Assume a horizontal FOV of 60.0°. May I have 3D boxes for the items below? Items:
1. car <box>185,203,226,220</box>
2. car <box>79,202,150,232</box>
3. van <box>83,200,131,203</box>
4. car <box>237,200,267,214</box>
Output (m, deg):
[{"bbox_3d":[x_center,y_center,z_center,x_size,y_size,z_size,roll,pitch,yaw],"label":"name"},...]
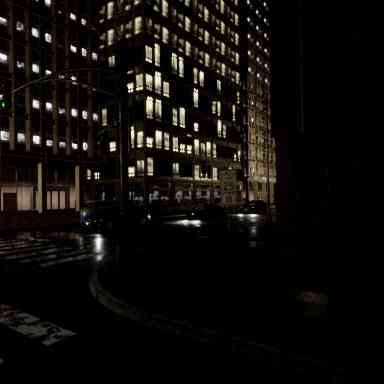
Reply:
[{"bbox_3d":[1.215,1.649,29.072,1.994,1.385,4.181,-1,-1,36],"label":"car"},{"bbox_3d":[-4.647,1.571,20.970,1.837,1.490,4.892,-1,-1,33],"label":"car"},{"bbox_3d":[-5.989,1.460,23.505,1.690,1.788,3.998,-2,-1,36],"label":"van"},{"bbox_3d":[7.114,1.631,37.259,1.812,1.442,4.674,-1,-1,36],"label":"car"}]
